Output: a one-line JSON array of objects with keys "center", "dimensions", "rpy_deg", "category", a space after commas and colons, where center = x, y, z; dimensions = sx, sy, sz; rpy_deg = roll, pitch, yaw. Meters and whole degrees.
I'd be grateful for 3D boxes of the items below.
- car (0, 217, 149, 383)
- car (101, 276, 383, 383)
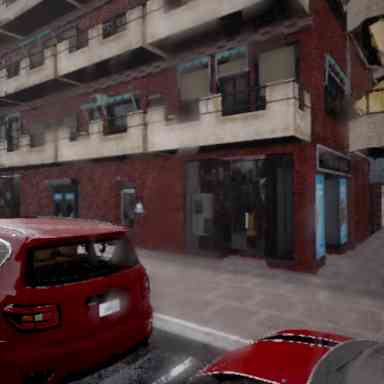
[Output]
[{"center": [-2.815, 1.289, 4.899], "dimensions": [5.009, 1.841, 2.192], "rpy_deg": [0, -1, 35], "category": "car"}, {"center": [1.682, 1.442, 1.694], "dimensions": [4.097, 1.590, 1.967], "rpy_deg": [0, -1, 35], "category": "car"}]
